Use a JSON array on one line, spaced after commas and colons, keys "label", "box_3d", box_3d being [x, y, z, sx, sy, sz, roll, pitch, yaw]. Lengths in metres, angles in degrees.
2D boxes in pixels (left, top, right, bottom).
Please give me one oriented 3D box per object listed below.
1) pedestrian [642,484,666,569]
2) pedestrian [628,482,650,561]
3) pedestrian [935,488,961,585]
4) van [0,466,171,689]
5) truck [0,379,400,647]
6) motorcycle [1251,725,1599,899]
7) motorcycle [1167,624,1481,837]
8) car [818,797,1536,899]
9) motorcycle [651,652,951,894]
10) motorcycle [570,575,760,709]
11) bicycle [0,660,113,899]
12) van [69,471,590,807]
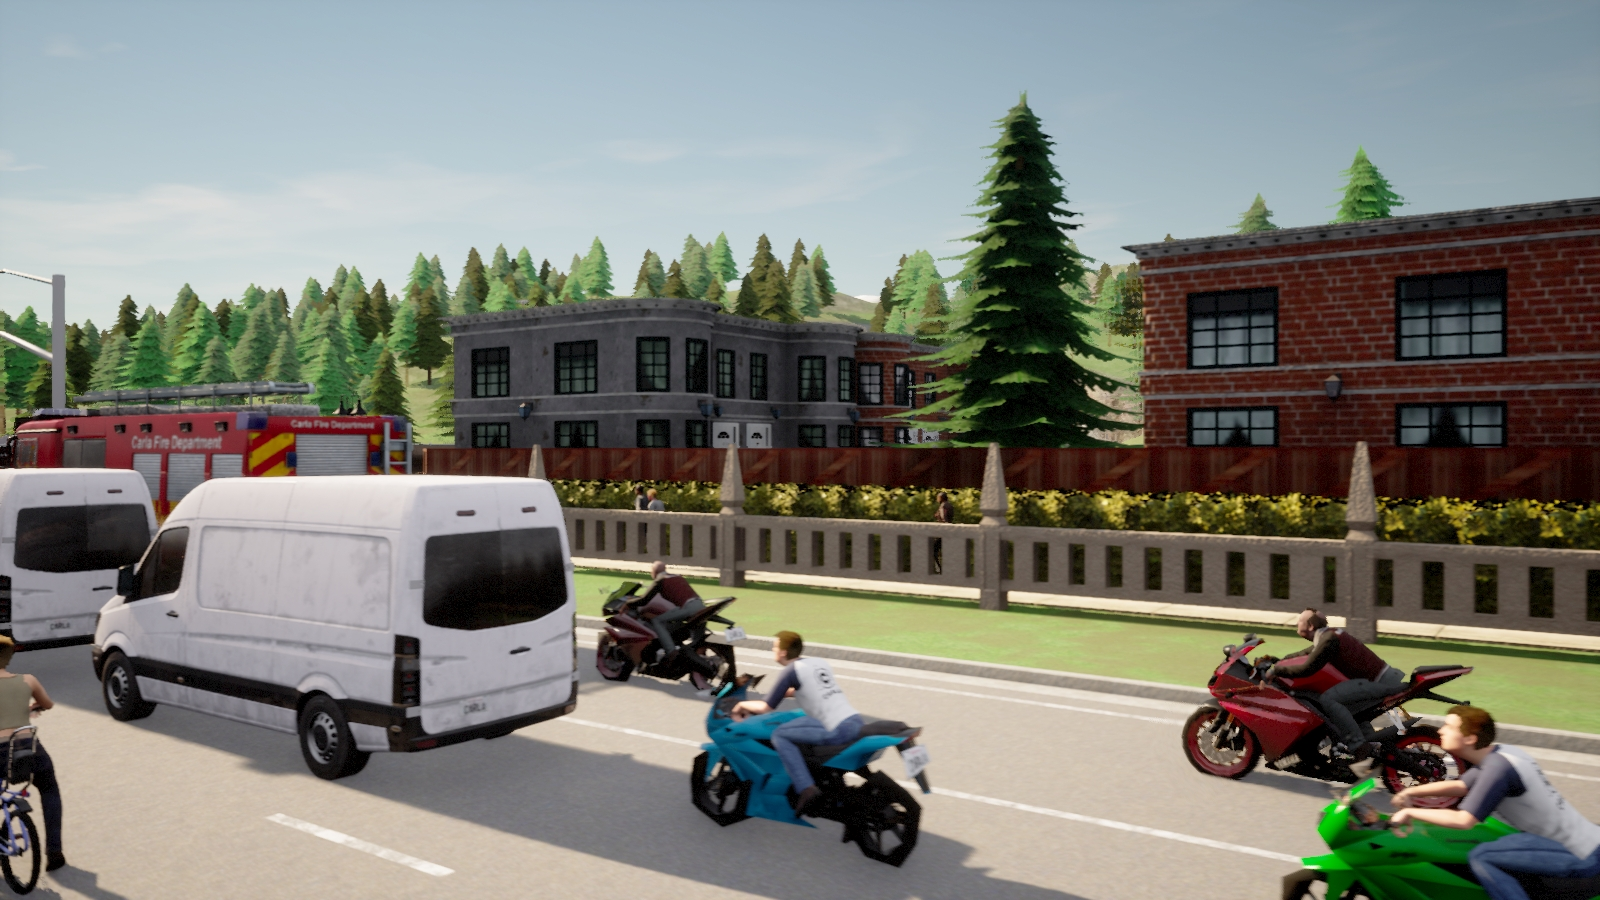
[{"label": "pedestrian", "box_3d": [-3.247, 1.696, 25.411, 0.375, 1.860, 0.375, 0, 0, 36]}, {"label": "pedestrian", "box_3d": [-3.833, 1.696, 27.212, 0.375, 1.860, 0.375, 0, 0, 33]}, {"label": "pedestrian", "box_3d": [2.919, 1.696, 22.531, 0.375, 1.860, 0.375, 0, 0, 36]}, {"label": "van", "box_3d": [-11.298, 1.534, 15.966, 5.915, 2.561, 1.988, 0, 0, 35]}, {"label": "truck", "box_3d": [-10.828, 0.891, 19.907, 8.468, 3.827, 2.891, 0, 0, 35]}, {"label": "motorcycle", "box_3d": [3.404, 2.186, 5.673, 2.033, 1.199, 0.803, 0, 0, 35]}, {"label": "motorcycle", "box_3d": [4.252, 2.205, 9.354, 2.209, 1.251, 0.867, 0, 0, 35]}, {"label": "car", "box_3d": [1.947, 2.066, 2.423, 4.193, 1.474, 1.816, 0, 0, 35]}, {"label": "motorcycle", "box_3d": [-0.026, 2.186, 8.076, 2.033, 1.199, 0.803, 0, 0, 35]}, {"label": "motorcycle", "box_3d": [-1.618, 2.205, 13.464, 2.209, 1.251, 0.867, 0, 0, 35]}, {"label": "bicycle", "box_3d": [-5.301, 2.158, 7.475, 1.487, 1.277, 0.859, 0, 0, 35]}, {"label": "van", "box_3d": [-4.942, 1.534, 11.512, 5.915, 2.561, 1.988, 0, 0, 35]}]
